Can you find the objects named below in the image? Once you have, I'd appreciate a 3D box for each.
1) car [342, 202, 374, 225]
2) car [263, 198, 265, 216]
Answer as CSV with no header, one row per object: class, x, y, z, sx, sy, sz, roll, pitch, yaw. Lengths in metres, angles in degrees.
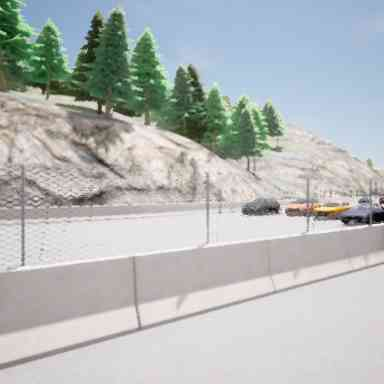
car,12.497,1.567,23.721,5.357,1.411,2.033,0,0,-44
car,6.957,1.394,33.025,4.553,1.767,2.097,0,0,-45
